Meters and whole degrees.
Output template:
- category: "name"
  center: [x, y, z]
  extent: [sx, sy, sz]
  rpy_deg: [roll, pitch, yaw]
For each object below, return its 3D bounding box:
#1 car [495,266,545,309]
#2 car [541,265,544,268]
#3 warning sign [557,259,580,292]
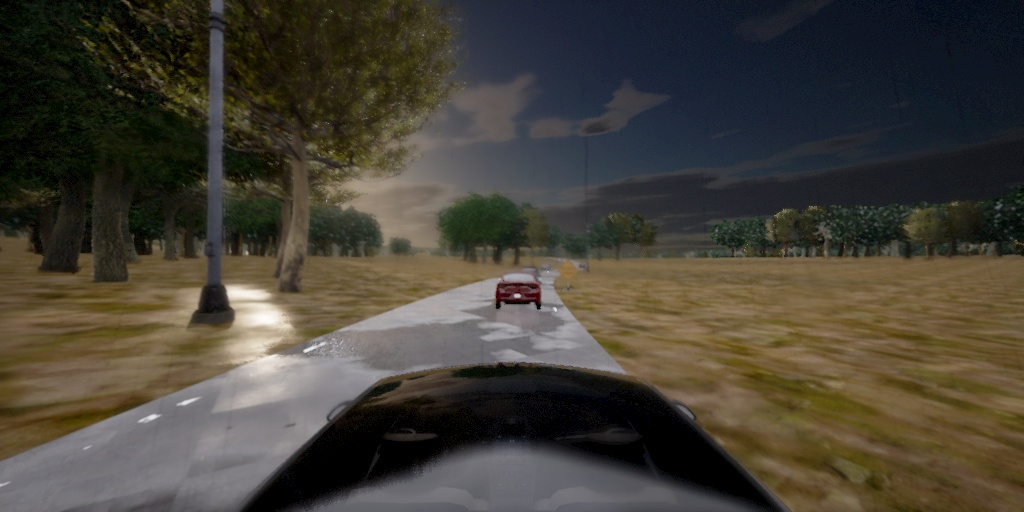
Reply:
- category: "car"
  center: [0.353, 1.411, 16.241]
  extent: [1.882, 1.535, 5.008]
  rpy_deg: [0, -1, 3]
- category: "car"
  center: [1.562, 1.694, 30.913]
  extent: [1.837, 1.490, 4.892]
  rpy_deg: [0, -1, 7]
- category: "warning sign"
  center: [3.308, 1.135, 21.163]
  extent: [1.300, 1.860, 1.060]
  rpy_deg: [0, 0, 4]
